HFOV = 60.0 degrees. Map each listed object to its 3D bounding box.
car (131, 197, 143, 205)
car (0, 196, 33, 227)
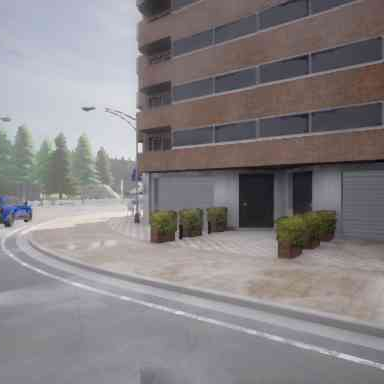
[{"bbox_3d":[-8.211,1.602,57.905,2.033,1.411,5.357,0,0,36],"label":"car"},{"bbox_3d":[-12.693,1.258,22.530,2.150,2.045,5.566,0,0,-7],"label":"car"}]
